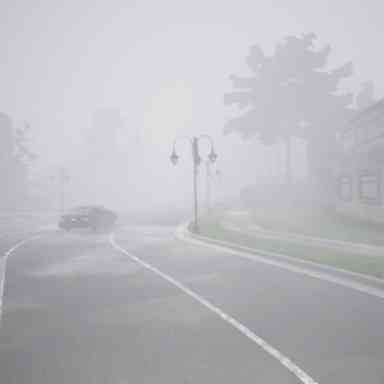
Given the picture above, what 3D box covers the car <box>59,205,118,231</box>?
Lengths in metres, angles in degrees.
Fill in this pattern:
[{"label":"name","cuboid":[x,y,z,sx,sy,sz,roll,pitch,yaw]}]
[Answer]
[{"label":"car","cuboid":[-6.176,1.514,20.467,2.033,1.411,5.357,-1,0,5]}]
